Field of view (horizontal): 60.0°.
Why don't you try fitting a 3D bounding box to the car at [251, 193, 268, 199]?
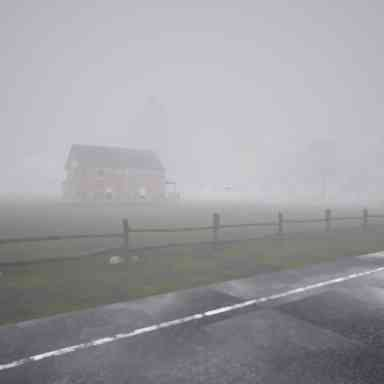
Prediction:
[{"bbox_3d":[16.562,0.872,81.392,1.812,1.442,4.674,0,1,-36],"label":"car"}]
